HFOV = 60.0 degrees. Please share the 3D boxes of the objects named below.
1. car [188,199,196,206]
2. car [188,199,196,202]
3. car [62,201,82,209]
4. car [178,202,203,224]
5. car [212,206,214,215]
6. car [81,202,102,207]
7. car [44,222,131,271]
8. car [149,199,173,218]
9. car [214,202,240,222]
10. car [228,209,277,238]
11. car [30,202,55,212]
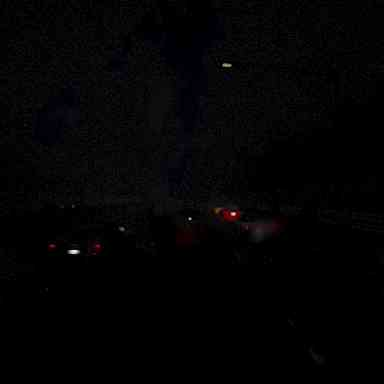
[{"bbox_3d":[-0.001,2.692,84.833,2.097,1.767,4.553,0,-1,0],"label":"car"},{"bbox_3d":[-0.001,2.643,73.579,1.837,1.490,4.892,0,-1,0],"label":"car"},{"bbox_3d":[-17.571,2.081,49.312,2.097,1.767,4.553,0,-1,0],"label":"car"},{"bbox_3d":[-0.119,1.915,28.900,1.837,1.490,4.892,0,0,1],"label":"car"},{"bbox_3d":[3.500,2.061,41.653,1.801,1.575,5.366,0,-1,0],"label":"car"},{"bbox_3d":[-14.078,2.239,48.368,1.812,1.442,4.674,0,-1,0],"label":"car"},{"bbox_3d":[-3.399,1.726,11.573,1.994,1.385,4.181,0,-1,0],"label":"car"},{"bbox_3d":[-3.400,1.750,36.732,2.150,2.045,5.566,0,-1,0],"label":"car"},{"bbox_3d":[3.500,1.937,30.487,2.163,1.488,4.792,0,-1,0],"label":"car"},{"bbox_3d":[3.500,1.873,19.480,1.895,1.301,4.718,0,-1,0],"label":"car"},{"bbox_3d":[-21.075,2.184,47.106,2.128,1.511,4.902,0,-1,0],"label":"car"}]
